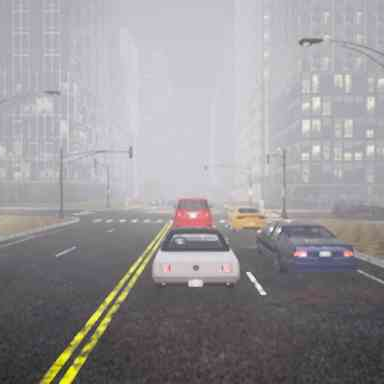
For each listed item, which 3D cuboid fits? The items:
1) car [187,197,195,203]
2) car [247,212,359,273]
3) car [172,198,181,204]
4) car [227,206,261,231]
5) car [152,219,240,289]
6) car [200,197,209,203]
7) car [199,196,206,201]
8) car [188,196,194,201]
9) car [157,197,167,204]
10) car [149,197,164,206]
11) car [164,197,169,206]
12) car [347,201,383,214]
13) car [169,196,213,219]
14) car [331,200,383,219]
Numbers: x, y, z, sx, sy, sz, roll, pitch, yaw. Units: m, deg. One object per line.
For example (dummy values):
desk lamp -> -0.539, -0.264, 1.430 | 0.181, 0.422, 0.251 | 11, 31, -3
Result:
car -> -0.218, 1.932, 83.430 | 1.812, 1.442, 4.674 | 0, 0, 0
car -> 3.329, 1.607, 10.816 | 2.033, 1.411, 5.357 | 0, 0, 0
car -> -3.448, 1.975, 75.414 | 1.895, 1.301, 4.718 | 0, 0, 0
car -> 3.301, 1.589, 20.635 | 1.882, 1.535, 5.008 | 0, 0, 1
car -> 0.078, 1.652, 9.260 | 1.895, 1.301, 4.718 | 0, 0, 0
car -> 3.033, 1.944, 83.023 | 2.033, 1.411, 5.357 | 0, 0, 0
car -> 3.005, 1.814, 93.441 | 1.812, 1.442, 4.674 | 0, 0, 0
car -> -0.245, 1.814, 93.433 | 1.812, 1.442, 4.674 | 0, 0, 0
car -> -6.699, 1.859, 75.664 | 1.882, 1.535, 5.008 | 0, 0, 0
car -> -6.715, 1.803, 60.493 | 2.128, 1.511, 4.902 | 0, 0, 0
car -> -3.466, 1.875, 60.396 | 1.994, 1.385, 4.181 | 0, 0, 0
car -> 21.705, 1.879, 40.569 | 4.829, 1.417, 1.752 | 0, 0, 1
car -> 0.050, 1.327, 19.538 | 2.150, 2.045, 5.566 | 0, 0, 0
car -> 16.118, 1.707, 32.268 | 5.009, 1.841, 2.192 | 0, 0, 1
